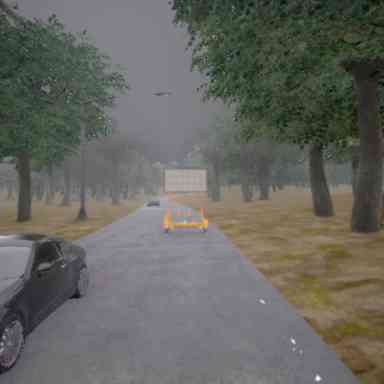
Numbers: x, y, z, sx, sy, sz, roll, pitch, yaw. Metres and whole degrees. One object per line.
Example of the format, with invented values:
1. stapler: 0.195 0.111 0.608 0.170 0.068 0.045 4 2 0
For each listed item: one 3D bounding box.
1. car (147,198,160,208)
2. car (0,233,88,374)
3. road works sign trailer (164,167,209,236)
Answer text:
1. car: -5.565 1.513 48.520 2.033 1.411 5.357 0 0 -5
2. car: -3.176 1.508 5.698 1.812 1.442 4.674 0 0 -1
3. road works sign trailer: -0.349 0.423 18.300 2.380 3.560 2.880 0 0 -3
